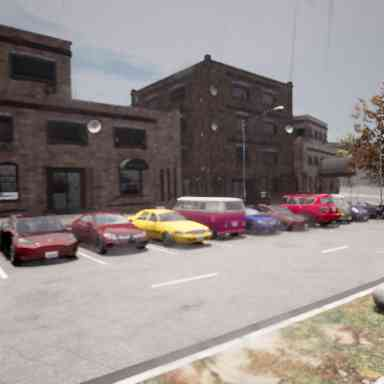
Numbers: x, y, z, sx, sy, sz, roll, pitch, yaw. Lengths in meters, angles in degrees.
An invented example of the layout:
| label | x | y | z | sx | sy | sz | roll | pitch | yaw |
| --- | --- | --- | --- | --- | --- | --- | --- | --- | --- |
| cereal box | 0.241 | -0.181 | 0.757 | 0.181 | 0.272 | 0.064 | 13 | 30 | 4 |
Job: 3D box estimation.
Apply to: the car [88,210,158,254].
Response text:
| label | x | y | z | sx | sy | sz | roll | pitch | yaw |
| --- | --- | --- | --- | --- | --- | --- | --- | --- | --- |
| car | -3.574 | 1.539 | 13.843 | 2.002 | 1.452 | 4.674 | 0 | 0 | -37 |

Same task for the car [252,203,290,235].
| label | x | y | z | sx | sy | sz | roll | pitch | yaw |
| --- | --- | --- | --- | --- | --- | --- | --- | --- | --- |
| car | 2.862 | 1.522 | 18.883 | 2.002 | 1.452 | 4.674 | 0 | 0 | -39 |

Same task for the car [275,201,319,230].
| label | x | y | z | sx | sy | sz | roll | pitch | yaw |
| --- | --- | --- | --- | --- | --- | --- | --- | --- | --- |
| car | 4.905 | 1.502 | 20.518 | 2.163 | 1.488 | 4.792 | 0 | 0 | -39 |

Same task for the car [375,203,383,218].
| label | x | y | z | sx | sy | sz | roll | pitch | yaw |
| --- | --- | --- | --- | --- | --- | --- | --- | --- | --- |
| car | 13.291 | 1.412 | 27.612 | 2.231 | 1.521 | 4.892 | -1 | 0 | -40 |

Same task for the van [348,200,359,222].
| label | x | y | z | sx | sy | sz | roll | pitch | yaw |
| --- | --- | --- | --- | --- | --- | --- | --- | --- | --- |
| van | 9.147 | 1.219 | 23.974 | 1.878 | 1.987 | 4.442 | 0 | 0 | -40 |

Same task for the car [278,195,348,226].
| label | x | y | z | sx | sy | sz | roll | pitch | yaw |
| --- | --- | --- | --- | --- | --- | --- | --- | --- | --- |
| car | 6.958 | 1.210 | 22.311 | 2.435 | 2.045 | 5.566 | 0 | 0 | -40 |

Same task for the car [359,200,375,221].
| label | x | y | z | sx | sy | sz | roll | pitch | yaw |
| --- | --- | --- | --- | --- | --- | --- | --- | --- | --- |
| car | 11.160 | 1.303 | 25.865 | 2.185 | 1.767 | 4.553 | 0 | 0 | -40 |

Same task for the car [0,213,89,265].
| label | x | y | z | sx | sy | sz | roll | pitch | yaw |
| --- | --- | --- | --- | --- | --- | --- | --- | --- | --- |
| car | -5.738 | 1.530 | 12.176 | 2.163 | 1.488 | 4.792 | 0 | 0 | -36 |

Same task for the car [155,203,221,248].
| label | x | y | z | sx | sy | sz | roll | pitch | yaw |
| --- | --- | --- | --- | --- | --- | --- | --- | --- | --- |
| car | -1.295 | 1.491 | 15.356 | 1.946 | 1.575 | 5.366 | 0 | 0 | -38 |

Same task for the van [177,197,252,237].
| label | x | y | z | sx | sy | sz | roll | pitch | yaw |
| --- | --- | --- | --- | --- | --- | --- | --- | --- | --- |
| van | 0.668 | 1.264 | 17.281 | 1.878 | 1.987 | 4.442 | 0 | 0 | -38 |
